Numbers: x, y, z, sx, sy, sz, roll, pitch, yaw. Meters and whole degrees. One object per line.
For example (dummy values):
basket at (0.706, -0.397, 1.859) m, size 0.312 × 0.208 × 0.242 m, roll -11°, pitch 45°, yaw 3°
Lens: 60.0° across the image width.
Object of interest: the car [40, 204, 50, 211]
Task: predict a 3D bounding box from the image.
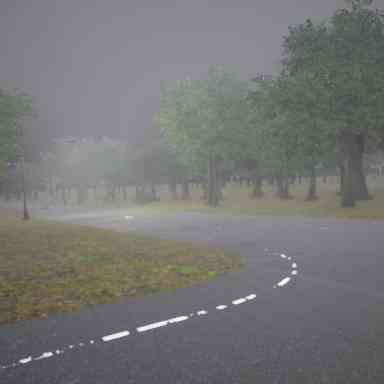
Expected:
car at (-31.539, 3.305, 71.146) m, size 2.033 × 1.411 × 5.357 m, roll -4°, pitch 1°, yaw -28°
